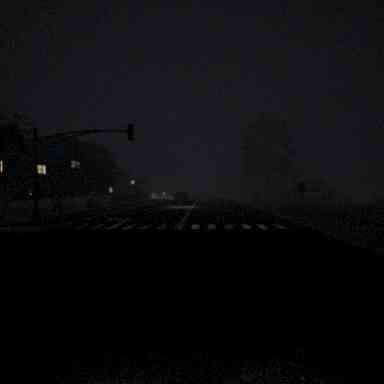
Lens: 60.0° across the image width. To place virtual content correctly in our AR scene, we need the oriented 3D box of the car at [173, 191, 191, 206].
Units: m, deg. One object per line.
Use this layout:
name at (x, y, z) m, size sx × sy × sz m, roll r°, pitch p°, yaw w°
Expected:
car at (-1.388, 0.909, 48.058) m, size 2.150 × 2.045 × 5.566 m, roll 0°, pitch 1°, yaw 2°
